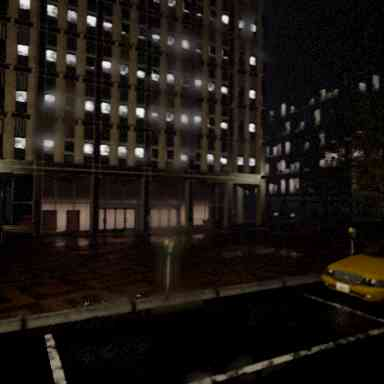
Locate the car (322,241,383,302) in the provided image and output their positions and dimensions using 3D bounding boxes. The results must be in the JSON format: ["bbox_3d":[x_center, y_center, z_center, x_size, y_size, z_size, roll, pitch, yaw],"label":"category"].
[{"bbox_3d":[5.318,1.698,8.069,4.829,1.417,1.752,0,0,-27],"label":"car"}]
